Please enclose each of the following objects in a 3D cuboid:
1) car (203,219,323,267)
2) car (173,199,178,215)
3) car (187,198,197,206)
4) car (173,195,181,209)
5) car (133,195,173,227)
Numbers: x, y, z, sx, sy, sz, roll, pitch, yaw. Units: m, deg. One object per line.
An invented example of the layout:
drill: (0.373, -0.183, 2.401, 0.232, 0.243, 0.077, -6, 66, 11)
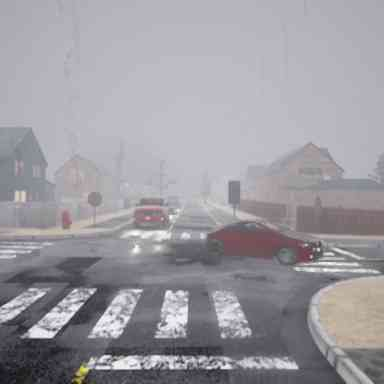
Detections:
car: (2.503, 1.706, 12.081, 4.181, 1.385, 1.994, 0, -1, 35)
car: (-2.888, 1.767, 36.447, 1.994, 1.385, 4.181, 0, 0, 0)
car: (0.026, 1.892, 63.361, 1.882, 1.535, 5.008, 0, 0, 0)
car: (-2.883, 1.541, 51.585, 2.150, 2.045, 5.566, 0, -1, 0)
car: (-2.876, 1.345, 24.465, 2.150, 2.045, 5.566, 0, 0, 0)
